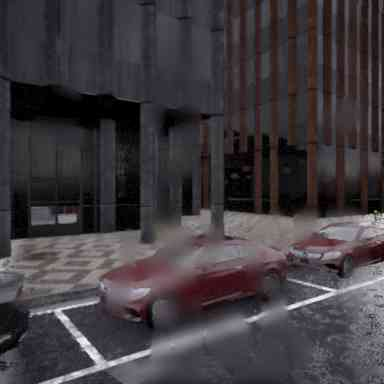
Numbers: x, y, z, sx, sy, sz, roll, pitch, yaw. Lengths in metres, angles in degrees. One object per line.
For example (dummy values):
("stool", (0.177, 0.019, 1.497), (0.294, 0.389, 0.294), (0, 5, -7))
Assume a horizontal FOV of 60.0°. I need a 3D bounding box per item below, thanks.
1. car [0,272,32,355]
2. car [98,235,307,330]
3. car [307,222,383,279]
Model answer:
("car", (-4.208, 1.552, 3.648), (4.403, 1.369, 2.008), (0, 0, -35))
("car", (0.236, 1.578, 6.816), (4.206, 1.307, 1.802), (0, 0, -35))
("car", (4.679, 1.573, 9.984), (4.206, 1.307, 1.802), (0, 0, -35))
